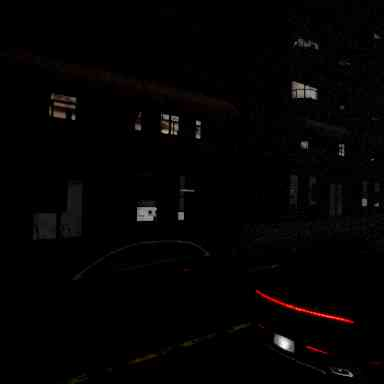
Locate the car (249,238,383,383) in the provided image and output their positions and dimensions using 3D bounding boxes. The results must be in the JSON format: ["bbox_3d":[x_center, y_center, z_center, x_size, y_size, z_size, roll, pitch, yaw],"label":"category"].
[{"bbox_3d":[3.053,1.510,5.334,4.892,1.490,1.837,-1,0,-36],"label":"car"}]

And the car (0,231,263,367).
[{"bbox_3d":[-1.289,1.493,5.863,4.902,1.511,2.128,0,0,-36],"label":"car"}]
